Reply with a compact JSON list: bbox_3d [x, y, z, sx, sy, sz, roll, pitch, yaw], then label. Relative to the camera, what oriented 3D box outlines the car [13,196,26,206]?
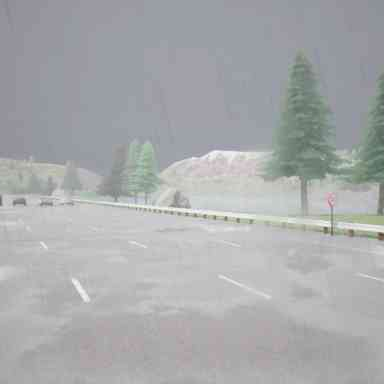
[{"bbox_3d":[-29.355,1.491,56.549,2.128,1.511,4.902,0,0,-31],"label":"car"}]

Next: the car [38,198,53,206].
[{"bbox_3d":[-24.036,1.601,54.446,1.895,1.301,4.718,0,0,-31],"label":"car"}]

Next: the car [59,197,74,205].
[{"bbox_3d":[-21.663,1.526,57.301,1.812,1.442,4.674,0,0,-30],"label":"car"}]

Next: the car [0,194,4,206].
[{"bbox_3d":[-32.004,1.221,54.156,2.150,2.045,5.566,0,0,-31],"label":"car"}]
